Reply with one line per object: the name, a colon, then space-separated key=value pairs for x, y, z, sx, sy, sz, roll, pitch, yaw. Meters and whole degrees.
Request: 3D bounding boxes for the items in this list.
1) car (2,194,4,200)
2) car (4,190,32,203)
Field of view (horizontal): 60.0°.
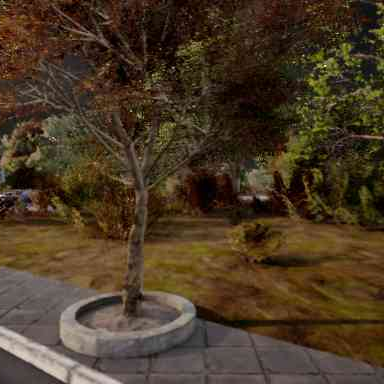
car: x=-23.745 y=0.706 z=44.848 sx=2.150 sy=2.045 sz=5.566 roll=1 pitch=1 yaw=32
car: x=-20.696 y=0.753 z=43.128 sx=2.150 sy=2.045 sz=5.566 roll=1 pitch=1 yaw=32
